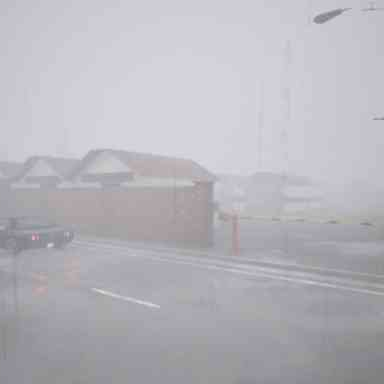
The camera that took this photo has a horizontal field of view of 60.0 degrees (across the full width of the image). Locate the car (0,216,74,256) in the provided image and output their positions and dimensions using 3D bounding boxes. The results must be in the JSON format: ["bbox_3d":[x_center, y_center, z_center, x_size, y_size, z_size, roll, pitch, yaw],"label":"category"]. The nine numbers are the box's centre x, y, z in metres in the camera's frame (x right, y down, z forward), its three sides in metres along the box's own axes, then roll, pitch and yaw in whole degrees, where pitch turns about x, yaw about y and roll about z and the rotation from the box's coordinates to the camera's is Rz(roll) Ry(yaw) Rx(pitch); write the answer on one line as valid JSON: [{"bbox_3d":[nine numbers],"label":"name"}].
[{"bbox_3d":[-6.807,1.581,13.075,4.718,1.301,1.895,0,0,36],"label":"car"}]
